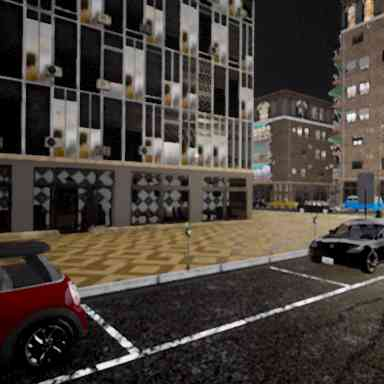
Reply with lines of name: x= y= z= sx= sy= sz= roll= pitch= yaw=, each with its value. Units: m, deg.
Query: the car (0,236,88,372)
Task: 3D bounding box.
car: x=-3.534 y=1.443 z=4.026 sx=4.097 sy=1.590 sz=1.967 roll=0 pitch=1 yaw=-35

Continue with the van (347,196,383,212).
van: x=19.293 y=1.368 z=37.538 sx=1.690 sy=1.788 sz=3.998 roll=0 pitch=-1 yaw=-35

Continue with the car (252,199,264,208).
car: x=9.807 y=1.707 z=51.218 sx=1.947 sy=1.339 sz=4.313 roll=0 pitch=0 yaw=-35

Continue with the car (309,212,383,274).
car: x=5.547 y=1.523 z=10.495 sx=4.313 sy=1.339 sz=1.947 roll=0 pitch=1 yaw=-35

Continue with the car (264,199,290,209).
car: x=12.872 y=1.630 z=46.797 sx=1.752 sy=1.417 sz=4.829 roll=0 pitch=0 yaw=-35

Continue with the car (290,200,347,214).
car: x=12.404 y=1.498 z=32.765 sx=2.008 sy=1.369 sz=4.403 roll=0 pitch=-1 yaw=-35
